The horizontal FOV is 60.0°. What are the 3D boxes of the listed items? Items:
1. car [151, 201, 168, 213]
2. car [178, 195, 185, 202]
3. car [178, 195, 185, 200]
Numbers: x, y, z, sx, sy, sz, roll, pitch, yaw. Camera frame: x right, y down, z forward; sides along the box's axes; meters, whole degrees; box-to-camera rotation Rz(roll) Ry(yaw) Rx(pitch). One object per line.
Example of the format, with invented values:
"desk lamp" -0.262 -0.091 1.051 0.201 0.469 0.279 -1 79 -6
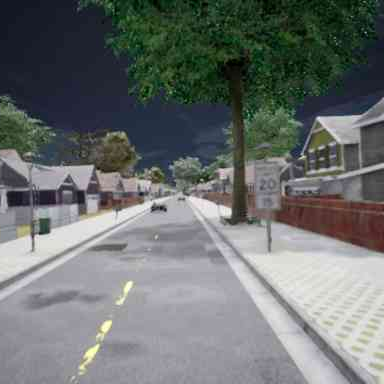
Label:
"car" -4.002 1.759 40.706 1.895 1.301 4.718 -2 0 -2
"car" -2.553 1.536 80.719 2.128 1.511 4.902 -2 0 -2
"car" -2.882 1.513 90.843 1.895 1.301 4.718 -2 0 -2
